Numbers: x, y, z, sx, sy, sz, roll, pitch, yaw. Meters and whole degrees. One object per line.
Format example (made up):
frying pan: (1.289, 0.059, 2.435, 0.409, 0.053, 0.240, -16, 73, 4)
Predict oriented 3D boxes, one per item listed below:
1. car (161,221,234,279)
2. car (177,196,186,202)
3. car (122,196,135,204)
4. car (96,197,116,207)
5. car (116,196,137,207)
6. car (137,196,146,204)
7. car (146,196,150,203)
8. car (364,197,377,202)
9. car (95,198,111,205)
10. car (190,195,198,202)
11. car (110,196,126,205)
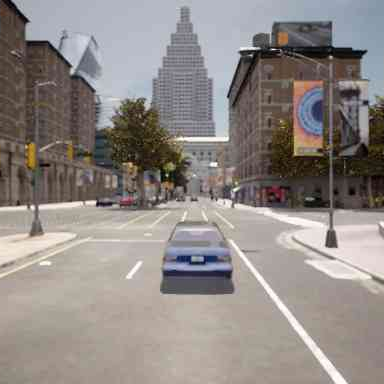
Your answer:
car: (0.145, 1.592, 10.142, 2.033, 1.411, 5.357, 0, 0, 1)
car: (-2.943, 1.915, 86.979, 2.033, 1.411, 5.357, 0, 0, 0)
car: (-14.514, 1.805, 76.132, 1.882, 1.535, 5.008, 0, 0, 0)
car: (-14.717, 1.841, 55.925, 1.895, 1.301, 4.718, 0, 0, 1)
car: (-11.206, 1.723, 57.129, 1.882, 1.535, 5.008, 0, 0, 0)
car: (-11.073, 1.792, 66.925, 1.837, 1.490, 4.892, 0, 0, 0)
car: (-11.008, 1.686, 76.915, 2.097, 1.767, 4.553, 0, 0, 0)
car: (34.881, 1.779, 68.114, 2.231, 1.521, 4.892, 0, 0, 0)
car: (-17.822, 1.882, 67.060, 1.895, 1.301, 4.718, 0, 0, 0)
car: (0.560, 1.727, 87.359, 2.097, 1.767, 4.553, 0, 0, 0)
car: (-14.579, 1.635, 66.034, 2.097, 1.767, 4.553, 0, 0, 0)
